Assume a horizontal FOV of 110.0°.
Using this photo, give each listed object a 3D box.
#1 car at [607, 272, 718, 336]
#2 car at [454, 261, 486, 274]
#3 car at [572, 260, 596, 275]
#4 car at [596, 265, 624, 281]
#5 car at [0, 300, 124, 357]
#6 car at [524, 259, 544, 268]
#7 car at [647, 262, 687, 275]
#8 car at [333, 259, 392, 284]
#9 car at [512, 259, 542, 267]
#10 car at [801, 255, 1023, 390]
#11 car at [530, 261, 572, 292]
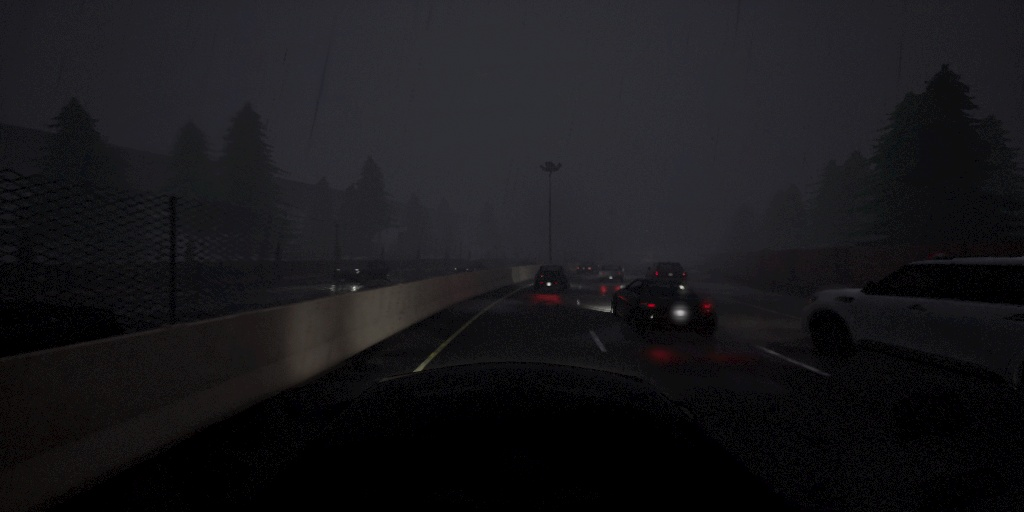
[{"bbox_3d":[4.231,1.338,10.571,1.994,1.385,4.181,0,0,6],"label":"car"},{"bbox_3d":[-4.195,1.268,36.898,1.812,1.442,4.674,0,0,20],"label":"car"},{"bbox_3d":[8.582,1.353,40.245,2.033,1.411,5.357,0,0,24],"label":"car"},{"bbox_3d":[8.320,1.401,29.797,1.895,1.301,4.718,0,0,18],"label":"car"},{"bbox_3d":[-6.941,1.209,3.422,2.128,1.511,4.902,0,0,2],"label":"car"},{"bbox_3d":[3.950,1.267,64.411,1.882,1.535,5.008,0,0,25],"label":"car"},{"bbox_3d":[10.325,1.160,24.169,2.097,1.767,4.553,0,0,15],"label":"car"},{"bbox_3d":[-10.913,1.058,26.451,2.097,1.767,4.553,0,0,14],"label":"car"},{"bbox_3d":[1.514,1.265,41.947,2.128,1.511,4.902,0,0,23],"label":"car"},{"bbox_3d":[7.264,1.008,5.358,2.150,2.045,5.566,0,0,3],"label":"car"},{"bbox_3d":[2.517,1.274,21.750,1.837,1.490,4.892,0,0,12],"label":"car"}]
